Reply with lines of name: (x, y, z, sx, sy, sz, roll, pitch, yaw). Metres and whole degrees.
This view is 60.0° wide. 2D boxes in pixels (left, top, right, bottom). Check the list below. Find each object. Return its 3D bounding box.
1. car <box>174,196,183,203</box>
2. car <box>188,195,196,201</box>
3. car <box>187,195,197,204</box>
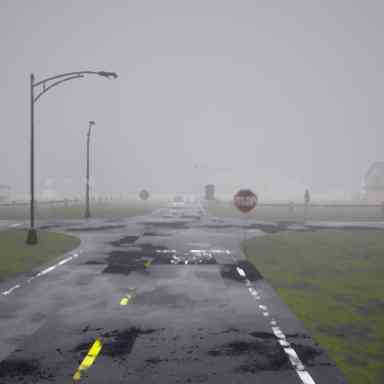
car: (-2.749, 1.502, 69.937, 2.033, 1.411, 5.357, 0, 0, 0)
car: (0.000, 1.345, 79.295, 1.994, 1.385, 4.181, 0, 0, 0)
car: (0.001, 1.506, 63.462, 1.812, 1.442, 4.674, 0, 0, 0)
